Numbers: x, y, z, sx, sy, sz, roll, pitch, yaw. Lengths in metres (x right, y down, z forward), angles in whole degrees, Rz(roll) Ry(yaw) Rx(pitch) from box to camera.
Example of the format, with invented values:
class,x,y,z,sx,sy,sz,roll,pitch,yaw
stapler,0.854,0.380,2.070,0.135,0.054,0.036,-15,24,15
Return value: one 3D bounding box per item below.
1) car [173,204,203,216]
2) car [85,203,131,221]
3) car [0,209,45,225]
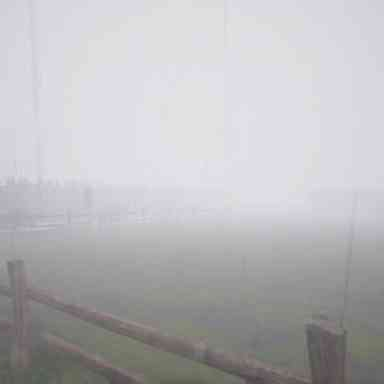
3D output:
class,x,y,z,sx,sy,sz,roll,pitch,yaw
car,-0.461,2.362,43.891,2.128,1.511,4.902,-1,-2,36
car,-8.303,1.914,33.092,2.097,1.767,4.553,-1,-2,36
car,-13.912,1.943,25.409,1.895,1.301,4.718,-1,-2,37
